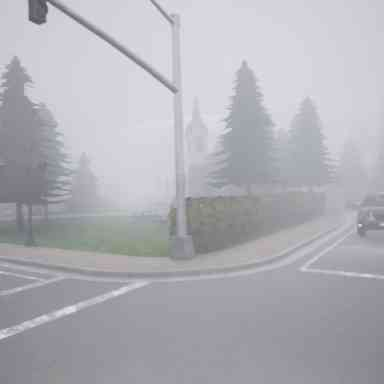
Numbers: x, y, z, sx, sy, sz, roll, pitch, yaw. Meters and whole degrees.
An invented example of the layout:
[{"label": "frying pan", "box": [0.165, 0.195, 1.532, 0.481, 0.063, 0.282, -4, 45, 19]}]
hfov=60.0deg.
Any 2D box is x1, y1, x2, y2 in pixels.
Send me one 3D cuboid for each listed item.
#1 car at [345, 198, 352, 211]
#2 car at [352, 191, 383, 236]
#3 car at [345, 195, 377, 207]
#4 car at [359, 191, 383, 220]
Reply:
[{"label": "car", "box": [17.817, 1.297, 35.715, 1.994, 1.385, 4.181, -2, 0, 13]}, {"label": "car", "box": [9.842, 1.053, 17.039, 2.150, 2.045, 5.566, -2, -1, 32]}, {"label": "car", "box": [22.951, 1.143, 45.396, 2.128, 1.511, 4.902, -2, 0, 4]}, {"label": "car", "box": [14.654, 0.977, 26.194, 2.150, 2.045, 5.566, -2, 0, 22]}]
